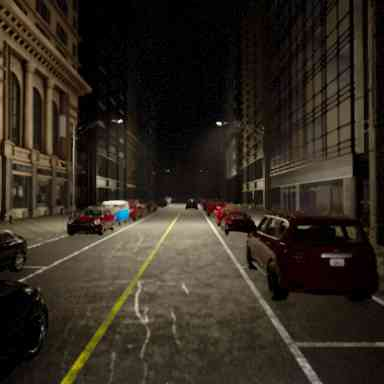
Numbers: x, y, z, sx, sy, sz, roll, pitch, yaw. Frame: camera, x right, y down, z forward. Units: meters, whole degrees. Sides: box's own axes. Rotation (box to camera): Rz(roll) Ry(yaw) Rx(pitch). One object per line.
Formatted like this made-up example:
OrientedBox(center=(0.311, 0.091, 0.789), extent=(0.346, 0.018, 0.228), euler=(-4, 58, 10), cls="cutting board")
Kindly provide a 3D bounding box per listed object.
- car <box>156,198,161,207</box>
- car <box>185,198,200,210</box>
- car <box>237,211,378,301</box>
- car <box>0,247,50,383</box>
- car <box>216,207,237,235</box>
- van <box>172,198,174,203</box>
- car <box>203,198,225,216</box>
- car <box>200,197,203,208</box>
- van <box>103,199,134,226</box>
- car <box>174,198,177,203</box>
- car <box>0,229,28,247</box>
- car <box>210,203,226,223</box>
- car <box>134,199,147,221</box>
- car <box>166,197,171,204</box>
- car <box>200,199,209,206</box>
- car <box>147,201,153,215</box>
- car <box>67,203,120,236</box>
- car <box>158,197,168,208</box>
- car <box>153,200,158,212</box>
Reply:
OrientedBox(center=(-5.897, 1.993, 47.705), extent=(1.752, 1.417, 4.829), euler=(1, -1, 0), cls="car")
OrientedBox(center=(-0.052, 2.068, 51.666), extent=(1.994, 1.385, 4.181), euler=(0, -1, 0), cls="car")
OrientedBox(center=(2.669, 1.405, 8.511), extent=(2.192, 1.841, 5.009), euler=(1, -1, 0), cls="car")
OrientedBox(center=(-3.098, 1.600, 3.233), extent=(1.994, 1.385, 4.181), euler=(0, -1, 0), cls="car")
OrientedBox(center=(2.656, 1.783, 19.757), extent=(1.802, 1.307, 4.206), euler=(1, -1, 0), cls="car")
OrientedBox(center=(-5.929, 2.122, 81.623), extent=(1.690, 1.788, 3.998), euler=(1, -1, 0), cls="van")
OrientedBox(center=(2.642, 1.679, 36.632), extent=(2.192, 1.841, 5.009), euler=(1, -1, 0), cls="car")
OrientedBox(center=(2.631, 1.784, 47.881), extent=(2.192, 1.841, 5.009), euler=(1, -1, 0), cls="car")
OrientedBox(center=(-5.873, 1.597, 25.379), extent=(1.690, 1.788, 3.998), euler=(1, -1, 0), cls="van")
OrientedBox(center=(-5.943, 2.452, 92.869), extent=(1.947, 1.339, 4.313), euler=(1, -1, 0), cls="car")
OrientedBox(center=(-5.859, 1.641, 8.503), extent=(2.008, 1.369, 4.403), euler=(1, -1, 0), cls="car")
OrientedBox(center=(2.650, 1.800, 25.382), extent=(1.887, 1.381, 4.507), euler=(1, -1, 0), cls="car")
OrientedBox(center=(-5.879, 1.625, 31.004), extent=(2.192, 1.841, 5.009), euler=(1, -1, 0), cls="car")
OrientedBox(center=(-5.911, 1.940, 64.750), extent=(2.192, 1.841, 5.009), euler=(1, -1, 0), cls="car")
OrientedBox(center=(2.605, 2.259, 70.376), extent=(1.802, 1.307, 4.206), euler=(1, -1, 0), cls="car")
OrientedBox(center=(-5.887, 1.914, 36.626), extent=(2.008, 1.369, 4.403), euler=(1, -1, 0), cls="car")
OrientedBox(center=(-5.869, 1.641, 19.754), extent=(1.967, 1.590, 4.097), euler=(1, -1, 0), cls="car")
OrientedBox(center=(-5.909, 2.118, 59.123), extent=(1.887, 1.381, 4.507), euler=(1, -1, 0), cls="car")
OrientedBox(center=(-5.892, 1.961, 42.250), extent=(1.887, 1.381, 4.507), euler=(1, -1, 0), cls="car")
